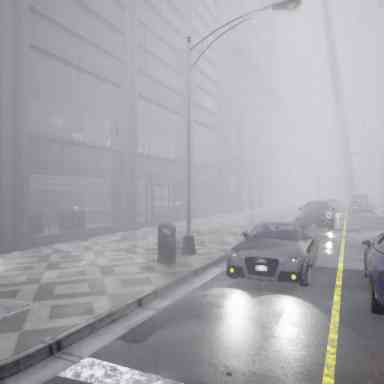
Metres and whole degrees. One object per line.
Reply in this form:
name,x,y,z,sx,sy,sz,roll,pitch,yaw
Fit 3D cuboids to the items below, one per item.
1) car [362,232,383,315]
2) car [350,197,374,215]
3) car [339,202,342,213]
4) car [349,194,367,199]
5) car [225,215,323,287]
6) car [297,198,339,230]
car,4.707,1.527,6.990,1.812,1.442,4.674,0,0,25
car,17.507,1.558,34.076,2.033,1.411,5.357,0,0,26
car,15.812,1.517,37.697,1.837,1.490,4.892,0,-1,26
car,21.925,1.236,43.570,2.150,2.045,5.566,0,0,25
car,2.439,1.564,9.450,1.994,1.385,4.181,0,0,25
car,7.973,1.355,21.201,2.097,1.767,4.553,0,0,25
